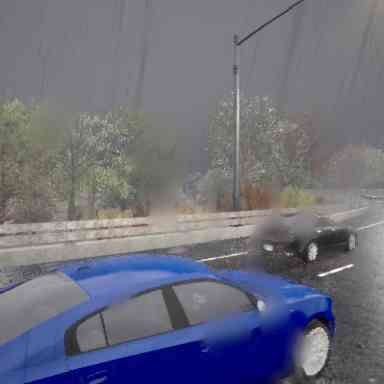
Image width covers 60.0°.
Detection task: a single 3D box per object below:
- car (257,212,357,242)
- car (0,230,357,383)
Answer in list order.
[{"bbox_3d":[4.223,1.505,12.017,4.892,1.490,1.837,0,0,-41],"label":"car"},{"bbox_3d":[-0.373,1.478,3.708,5.008,1.535,1.882,0,0,-37],"label":"car"}]
